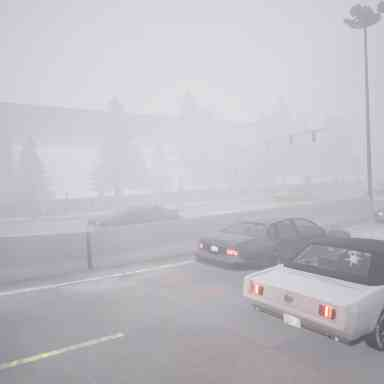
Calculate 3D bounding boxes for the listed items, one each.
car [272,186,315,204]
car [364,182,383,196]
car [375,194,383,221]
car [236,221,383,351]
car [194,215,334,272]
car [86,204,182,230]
[{"bbox_3d":[9.989,0.247,32.751,5.008,1.535,1.882,-4,2,-36],"label":"car"},{"bbox_3d":[20.539,-0.340,36.025,4.674,1.442,1.812,-4,2,-36],"label":"car"},{"bbox_3d":[10.757,0.868,15.802,5.357,1.411,2.033,-4,2,-36],"label":"car"},{"bbox_3d":[3.244,1.506,6.086,4.718,1.301,1.895,-2,1,-36],"label":"car"},{"bbox_3d":[2.608,1.400,9.938,5.357,1.411,2.033,-3,1,-36],"label":"car"},{"bbox_3d":[-3.154,1.391,18.969,5.357,1.411,2.033,-3,2,-36],"label":"car"}]
